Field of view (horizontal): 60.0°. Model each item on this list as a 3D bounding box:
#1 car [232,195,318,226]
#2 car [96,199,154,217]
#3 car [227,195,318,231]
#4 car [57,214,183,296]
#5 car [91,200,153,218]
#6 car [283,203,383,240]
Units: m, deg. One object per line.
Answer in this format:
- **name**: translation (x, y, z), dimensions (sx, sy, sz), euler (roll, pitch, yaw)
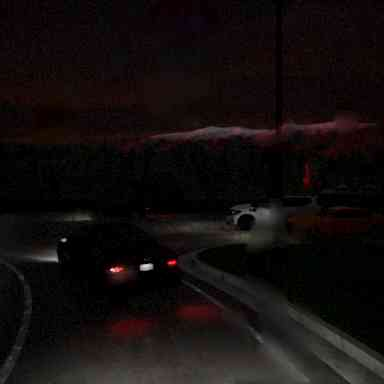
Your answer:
- **car**: translation (5.681, 1.218, 23.414), dimensions (5.566, 2.045, 2.150), euler (0, 0, 3)
- **car**: translation (-6.167, 1.473, 30.963), dimensions (5.008, 1.535, 1.882), euler (0, 0, 3)
- **car**: translation (4.913, 1.218, 19.946), dimensions (5.566, 2.045, 2.150), euler (0, 0, 3)
- **car**: translation (-2.203, 1.546, 8.786), dimensions (2.033, 1.411, 5.357), euler (0, 0, -31)
- **car**: translation (-5.859, 1.500, 27.446), dimensions (4.892, 1.490, 1.837), euler (0, 0, 3)
- **car**: translation (7.194, 1.475, 16.338), dimensions (5.008, 1.535, 1.882), euler (0, 0, 3)
